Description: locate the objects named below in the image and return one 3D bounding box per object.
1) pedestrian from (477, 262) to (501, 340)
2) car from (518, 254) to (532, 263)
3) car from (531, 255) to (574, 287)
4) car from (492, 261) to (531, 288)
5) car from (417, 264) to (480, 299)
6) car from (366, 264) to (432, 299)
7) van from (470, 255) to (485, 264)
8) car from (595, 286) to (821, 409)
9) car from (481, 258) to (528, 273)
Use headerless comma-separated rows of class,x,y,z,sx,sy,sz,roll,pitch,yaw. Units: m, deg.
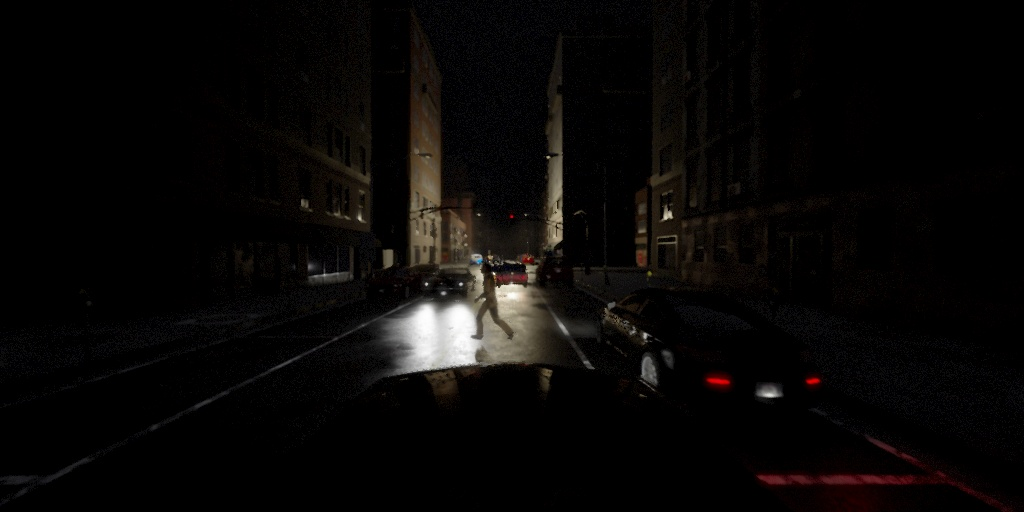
pedestrian,-0.529,0.996,8.146,0.375,1.860,0.375,0,1,-14
car,2.662,0.618,59.990,2.192,1.841,5.009,0,0,0
car,2.622,0.907,22.620,2.192,1.841,5.009,0,0,0
car,-0.005,1.195,22.321,1.895,1.301,4.718,0,0,0
car,-2.837,1.235,17.133,1.895,1.301,4.718,0,0,0
car,-5.399,1.180,17.103,1.888,1.381,4.507,0,0,0
van,-5.447,0.687,54.576,1.690,1.789,3.998,0,0,0
car,2.747,1.243,6.130,1.812,1.442,4.674,0,0,0
car,-0.665,1.097,34.755,1.895,1.301,4.718,0,1,30
